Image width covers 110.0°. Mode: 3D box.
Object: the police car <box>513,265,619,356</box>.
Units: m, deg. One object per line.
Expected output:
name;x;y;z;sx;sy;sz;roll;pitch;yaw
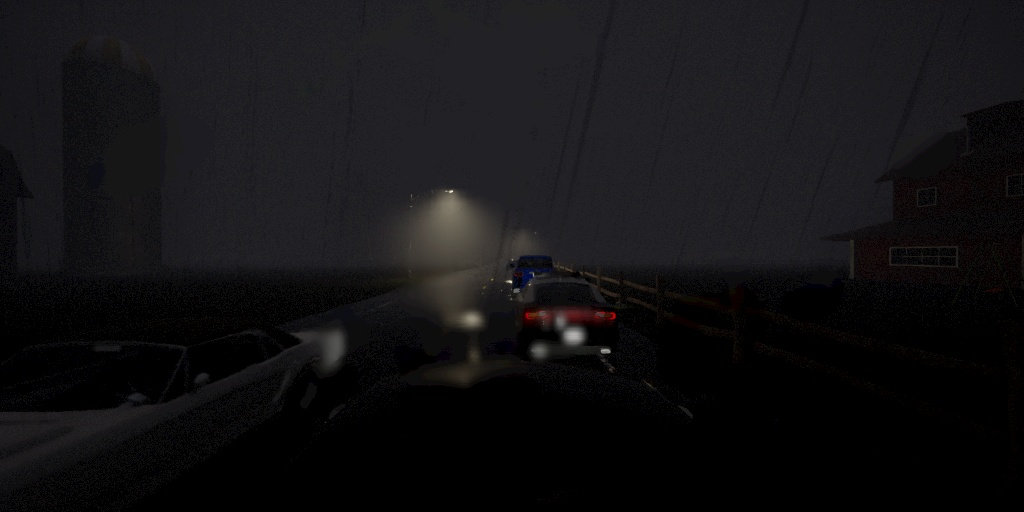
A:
police car;1.070;1.175;8.755;1.930;1.638;5.238;0;0;0

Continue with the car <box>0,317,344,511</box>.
car;-3.493;1.350;3.227;1.895;1.301;4.718;0;0;0

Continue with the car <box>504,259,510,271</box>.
car;0.165;1.271;50.370;1.882;1.535;5.008;0;0;1

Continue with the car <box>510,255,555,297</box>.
car;1.092;0.978;18.677;2.150;2.045;5.566;0;0;0

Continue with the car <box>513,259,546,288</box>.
car;1.105;1.109;24.617;2.097;1.767;4.553;0;0;0
